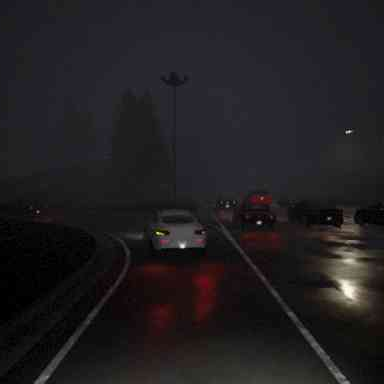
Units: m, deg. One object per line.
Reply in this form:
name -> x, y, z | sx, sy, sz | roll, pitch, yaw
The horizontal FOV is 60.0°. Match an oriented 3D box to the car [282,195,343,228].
car -> 7.099, 1.197, 19.670 | 1.882, 1.535, 5.008 | 0, 1, 0

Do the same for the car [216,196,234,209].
car -> 3.596, 1.091, 35.853 | 1.895, 1.301, 4.718 | 0, 1, 0

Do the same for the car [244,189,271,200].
car -> 7.096, 0.702, 36.499 | 2.150, 2.045, 5.566 | 0, 1, 0

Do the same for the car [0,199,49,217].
car -> -13.838, 1.221, 26.682 | 4.718, 1.301, 1.895 | 0, 1, 28

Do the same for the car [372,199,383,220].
car -> 14.097, 1.248, 22.167 | 1.994, 1.385, 4.181 | 0, 1, 0

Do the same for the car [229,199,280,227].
car -> 3.598, 1.315, 20.023 | 1.895, 1.301, 4.718 | 0, 1, 0

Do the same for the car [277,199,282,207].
car -> 10.596, 1.091, 35.855 | 1.895, 1.301, 4.718 | 0, 1, 0

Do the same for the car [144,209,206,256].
car -> -0.726, 1.349, 12.311 | 1.812, 1.442, 4.674 | 0, 1, -11

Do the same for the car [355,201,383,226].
car -> 10.598, 1.236, 17.861 | 2.128, 1.511, 4.902 | 0, 1, 0
